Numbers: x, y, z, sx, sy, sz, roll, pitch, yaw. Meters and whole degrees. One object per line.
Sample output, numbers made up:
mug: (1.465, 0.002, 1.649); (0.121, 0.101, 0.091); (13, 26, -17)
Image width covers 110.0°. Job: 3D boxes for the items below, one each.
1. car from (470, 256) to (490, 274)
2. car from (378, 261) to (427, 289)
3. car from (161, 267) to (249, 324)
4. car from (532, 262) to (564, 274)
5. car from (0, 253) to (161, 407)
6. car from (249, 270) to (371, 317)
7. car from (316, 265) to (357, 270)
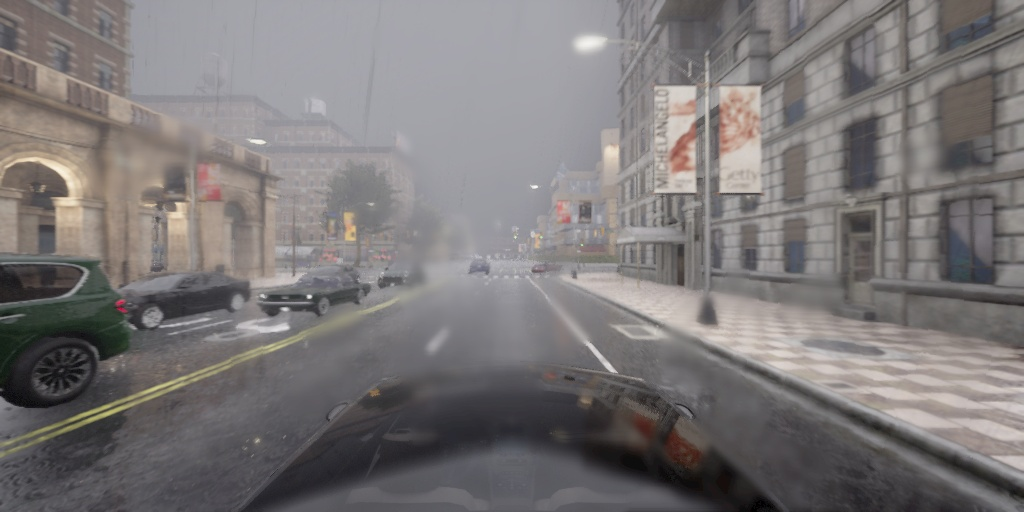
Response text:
car: (-3.635, 1.167, 41.672); (2.097, 1.767, 4.553); (0, 0, -1)
car: (-7.110, 1.135, 23.632); (2.097, 1.767, 4.553); (0, 0, 0)
car: (-10.596, 1.239, 11.270); (1.882, 1.535, 5.008); (0, 0, 0)
car: (4.314, 1.384, 42.559); (4.181, 1.385, 1.994); (0, 0, -44)
car: (-7.098, 0.972, 3.305); (2.150, 2.045, 5.566); (0, 0, 0)
car: (-7.096, 1.367, 13.433); (1.895, 1.301, 4.718); (0, 0, 0)
car: (-10.605, 1.282, 21.226); (1.837, 1.490, 4.892); (0, 0, 0)
